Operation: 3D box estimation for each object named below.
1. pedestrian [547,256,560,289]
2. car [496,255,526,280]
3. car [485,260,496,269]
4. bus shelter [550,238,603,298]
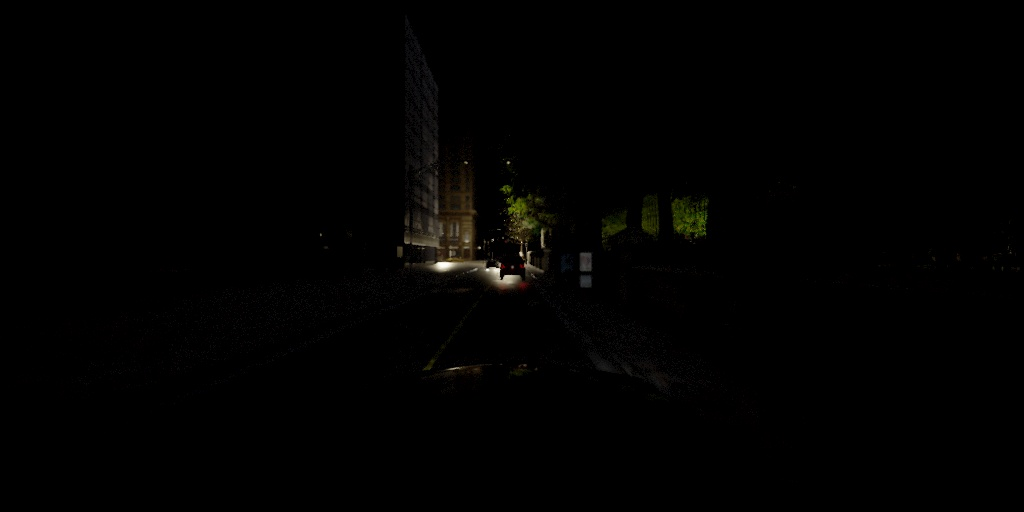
[{"bbox_3d":[2.290,0.882,19.912,0.375,1.860,0.375,0,0,-15],"label":"pedestrian"},{"bbox_3d":[0.046,0.962,31.119,2.150,2.045,5.566,0,0,0],"label":"car"},{"bbox_3d":[-3.057,1.272,55.665,2.033,1.411,5.357,0,0,1],"label":"car"},{"bbox_3d":[3.133,0.616,17.575,1.920,2.740,3.880,0,0,0],"label":"bus shelter"}]
